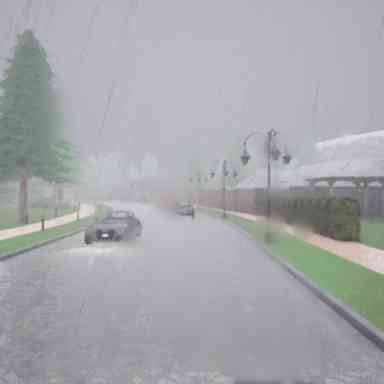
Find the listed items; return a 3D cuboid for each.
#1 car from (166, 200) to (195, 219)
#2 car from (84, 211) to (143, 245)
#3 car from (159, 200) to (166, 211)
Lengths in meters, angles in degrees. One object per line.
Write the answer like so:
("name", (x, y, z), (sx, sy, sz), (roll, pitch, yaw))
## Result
("car", (-0.871, 1.528, 29.694), (2.128, 1.511, 4.902), (0, 0, -7))
("car", (-3.525, 1.584, 15.551), (1.994, 1.385, 4.181), (0, 0, 1))
("car", (-2.931, 1.651, 40.932), (1.895, 1.301, 4.718), (0, 0, -13))
